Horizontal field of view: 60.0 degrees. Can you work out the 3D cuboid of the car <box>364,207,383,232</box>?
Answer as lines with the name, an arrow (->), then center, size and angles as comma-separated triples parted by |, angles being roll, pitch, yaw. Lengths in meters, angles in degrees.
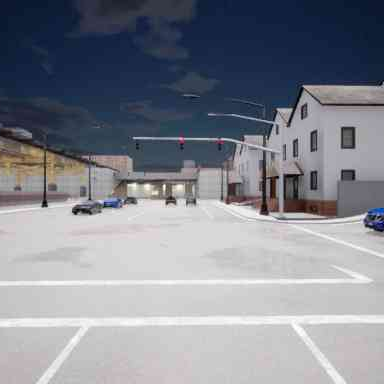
car -> 12.414, 1.028, 18.184 | 5.566, 2.045, 2.150 | -7, 0, -1

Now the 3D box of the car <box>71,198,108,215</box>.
car -> -10.684, 1.547, 34.369 | 2.033, 1.411, 5.357 | 0, 0, 0

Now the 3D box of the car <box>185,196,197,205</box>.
car -> -0.145, 1.489, 58.611 | 2.128, 1.511, 4.902 | 0, 0, 0

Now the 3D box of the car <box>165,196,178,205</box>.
car -> -3.644, 1.505, 58.602 | 1.837, 1.490, 4.892 | 0, 0, 0

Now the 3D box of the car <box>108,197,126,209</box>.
car -> -10.707, 1.477, 44.940 | 1.882, 1.535, 5.008 | 0, 0, 0

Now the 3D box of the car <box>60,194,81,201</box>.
car -> -32.691, 1.452, 89.619 | 2.038, 1.542, 4.974 | 0, 0, 28

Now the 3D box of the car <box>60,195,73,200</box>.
car -> -31.919, 1.295, 84.296 | 1.853, 1.218, 4.536 | 0, 0, -37

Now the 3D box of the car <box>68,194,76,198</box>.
car -> -31.887, 1.452, 84.254 | 2.038, 1.542, 4.974 | 0, 0, -37

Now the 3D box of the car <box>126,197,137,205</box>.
car -> -10.721, 1.526, 58.132 | 1.812, 1.442, 4.674 | 0, 0, 0
